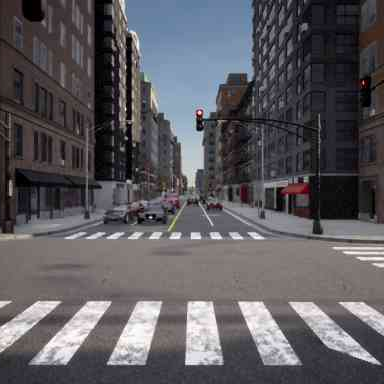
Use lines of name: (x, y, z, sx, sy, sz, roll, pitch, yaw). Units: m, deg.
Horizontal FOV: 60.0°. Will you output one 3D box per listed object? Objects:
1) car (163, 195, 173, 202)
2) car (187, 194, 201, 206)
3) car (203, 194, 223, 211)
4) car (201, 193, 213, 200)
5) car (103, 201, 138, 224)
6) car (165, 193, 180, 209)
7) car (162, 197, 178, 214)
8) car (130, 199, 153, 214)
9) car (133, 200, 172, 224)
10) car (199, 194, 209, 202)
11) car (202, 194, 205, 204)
car: (-5.287, 1.505, 73.679, 1.752, 1.417, 4.829, 0, 0, 0)
car: (0.127, 1.493, 54.884, 1.837, 1.490, 4.892, 0, 0, 0)
car: (2.694, 1.435, 41.108, 1.967, 1.590, 4.097, 0, 0, 0)
car: (3.065, 1.213, 61.823, 2.150, 2.045, 5.566, 0, 0, 0)
car: (-5.354, 1.550, 24.764, 2.008, 1.369, 4.403, 0, 0, 0)
car: (-2.779, 1.214, 45.362, 2.150, 2.045, 5.566, 0, 0, 0)
car: (-2.799, 1.561, 34.703, 1.994, 1.385, 4.181, 0, 0, 0)
car: (-5.339, 1.522, 35.502, 1.752, 1.417, 4.829, 0, 0, 0)
car: (-2.815, 1.563, 24.729, 1.994, 1.385, 4.181, 0, 0, 0)
car: (2.744, 1.295, 79.288, 2.192, 1.841, 5.009, 0, 0, 0)
car: (3.095, 1.492, 54.793, 1.837, 1.490, 4.892, 0, 0, 0)
